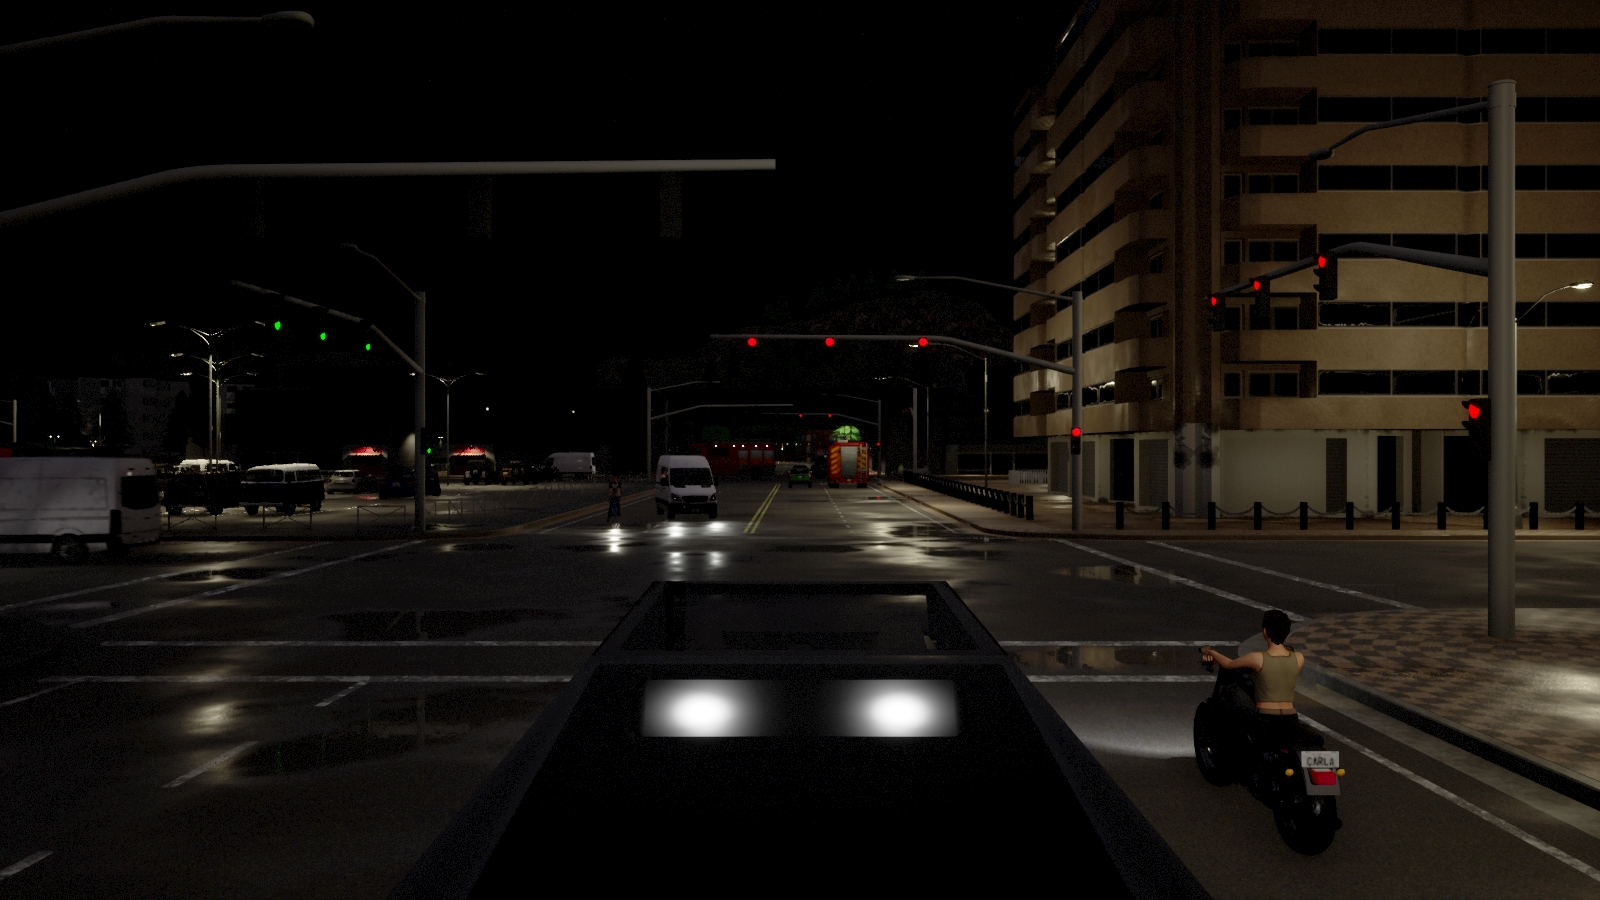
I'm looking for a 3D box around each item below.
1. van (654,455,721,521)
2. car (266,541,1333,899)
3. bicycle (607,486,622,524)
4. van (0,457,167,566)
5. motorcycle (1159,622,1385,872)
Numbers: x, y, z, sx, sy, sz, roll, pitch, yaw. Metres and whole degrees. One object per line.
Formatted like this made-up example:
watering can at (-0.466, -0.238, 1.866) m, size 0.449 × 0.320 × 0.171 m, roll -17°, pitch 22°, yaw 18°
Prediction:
van at (-4.814, 1.517, 48.008) m, size 1.988 × 2.561 × 5.915 m, roll 0°, pitch 0°, yaw -14°
car at (0.000, 1.751, 5.696) m, size 2.390 × 2.098 × 6.274 m, roll 0°, pitch 0°, yaw 0°
bicycle at (-7.113, 2.096, 43.847) m, size 0.373 × 1.385 × 1.643 m, roll 0°, pitch 0°, yaw -1°
van at (-19.037, 1.469, 28.005) m, size 5.915 × 2.561 × 1.988 m, roll 0°, pitch 0°, yaw 0°
motorcycle at (3.502, 2.151, 8.762) m, size 0.764 × 1.307 × 2.356 m, roll 0°, pitch 0°, yaw 0°
